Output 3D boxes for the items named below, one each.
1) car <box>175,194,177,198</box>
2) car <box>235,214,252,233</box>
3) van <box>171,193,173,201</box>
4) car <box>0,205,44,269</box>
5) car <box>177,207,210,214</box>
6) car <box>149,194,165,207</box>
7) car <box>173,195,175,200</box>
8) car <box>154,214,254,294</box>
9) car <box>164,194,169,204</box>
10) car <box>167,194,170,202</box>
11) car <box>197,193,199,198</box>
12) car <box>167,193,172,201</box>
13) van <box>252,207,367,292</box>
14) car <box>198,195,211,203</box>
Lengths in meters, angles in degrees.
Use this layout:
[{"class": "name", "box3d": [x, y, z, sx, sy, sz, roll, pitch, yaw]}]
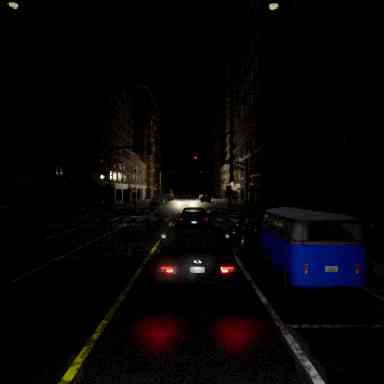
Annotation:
[{"class": "car", "box3d": [-5.687, 1.282, 85.005, 2.192, 1.841, 5.009, 0, 0, 0]}, {"class": "car", "box3d": [2.853, 1.562, 14.314, 1.947, 1.339, 4.313, 0, 0, 0]}, {"class": "van", "box3d": [-5.685, 1.305, 74.104, 1.690, 1.788, 3.998, 0, 0, 0]}, {"class": "car", "box3d": [-5.671, 1.313, 8.612, 2.192, 1.841, 5.009, 0, 0, 0]}, {"class": "car", "box3d": [0.097, 1.557, 19.243, 1.994, 1.385, 4.181, 0, 0, 0]}, {"class": "car", "box3d": [-5.680, 1.493, 52.131, 1.752, 1.417, 4.829, 0, 0, 0]}, {"class": "car", "box3d": [-5.685, 1.516, 79.554, 2.008, 1.369, 4.403, 0, 0, 0]}, {"class": "car", "box3d": [0.099, 1.546, 8.923, 2.033, 1.411, 5.357, 0, 0, 0]}, {"class": "car", "box3d": [-5.681, 1.517, 57.751, 2.008, 1.369, 4.403, 0, 0, 0]}, {"class": "car", "box3d": [-5.682, 1.509, 63.202, 1.887, 1.381, 4.507, 0, 0, 0]}, {"class": "car", "box3d": [2.840, 1.516, 79.588, 2.008, 1.369, 4.403, 0, 0, 0]}, {"class": "car", "box3d": [-5.683, 1.509, 68.653, 1.887, 1.381, 4.507, 0, 0, 0]}, {"class": "van", "box3d": [2.853, 1.339, 8.653, 1.690, 1.788, 3.998, 0, 0, 0]}, {"class": "car", "box3d": [2.841, 1.404, 68.690, 1.967, 1.590, 4.097, 0, 0, 0]}]
